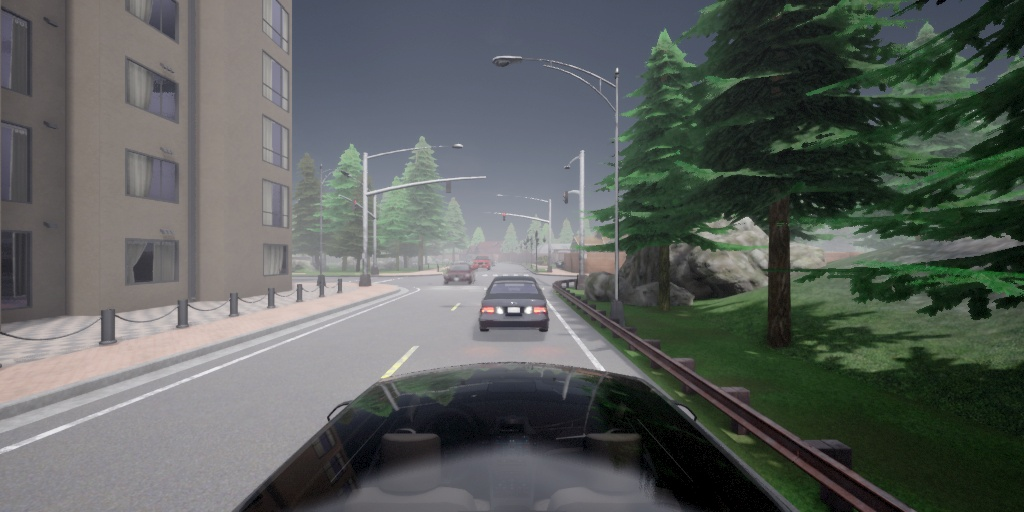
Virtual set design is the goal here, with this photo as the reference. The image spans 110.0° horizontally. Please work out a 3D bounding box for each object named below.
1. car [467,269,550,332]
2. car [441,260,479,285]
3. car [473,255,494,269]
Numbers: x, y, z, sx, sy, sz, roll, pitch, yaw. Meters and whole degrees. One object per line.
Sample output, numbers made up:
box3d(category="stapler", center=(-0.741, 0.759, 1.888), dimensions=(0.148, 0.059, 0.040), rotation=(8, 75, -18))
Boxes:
box3d(category="car", center=(0.066, 1.297, 10.825), dimensions=(2.033, 1.411, 5.357), rotation=(0, 0, 1))
box3d(category="car", center=(-3.667, 1.259, 25.809), dimensions=(1.812, 1.442, 4.674), rotation=(0, 0, -1))
box3d(category="car", center=(-4.017, 0.940, 48.435), dimensions=(2.150, 2.045, 5.566), rotation=(0, 0, 0))
